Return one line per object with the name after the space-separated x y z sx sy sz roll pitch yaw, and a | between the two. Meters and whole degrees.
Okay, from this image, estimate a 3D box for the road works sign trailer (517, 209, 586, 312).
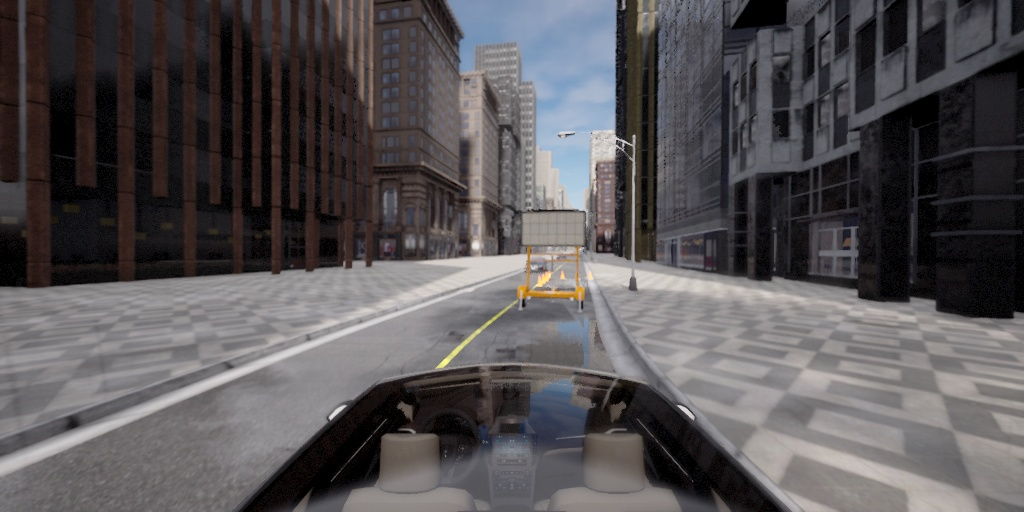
1.533 0.051 13.512 2.380 3.560 2.880 0 0 11 | road works sign trailer

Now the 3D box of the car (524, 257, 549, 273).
2.270 0.802 33.784 1.812 1.442 4.674 0 1 11 | car

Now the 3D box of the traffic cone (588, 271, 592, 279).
5.666 1.371 25.956 0.340 0.580 0.340 0 0 11 | traffic cone
